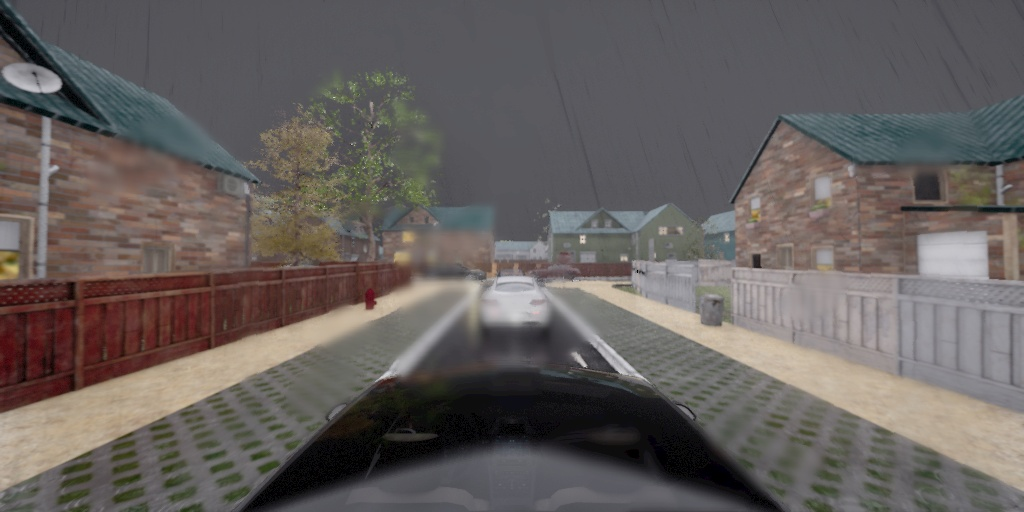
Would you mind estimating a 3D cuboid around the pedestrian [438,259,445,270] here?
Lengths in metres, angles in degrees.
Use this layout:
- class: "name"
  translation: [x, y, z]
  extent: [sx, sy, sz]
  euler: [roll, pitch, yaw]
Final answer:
- class: "pedestrian"
  translation: [-6.717, 1.215, 34.036]
  extent: [0.375, 1.860, 0.375]
  euler: [0, -1, 1]

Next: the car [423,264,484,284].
- class: "car"
  translation: [-4.465, 1.390, 28.138]
  extent: [4.892, 1.490, 1.837]
  euler: [-1, -2, 1]

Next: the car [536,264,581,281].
- class: "car"
  translation: [3.582, 1.420, 30.984]
  extent: [4.674, 1.442, 1.812]
  euler: [-1, -2, 1]

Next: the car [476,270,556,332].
- class: "car"
  translation: [0.095, 1.307, 10.939]
  extent: [1.812, 1.442, 4.674]
  euler: [0, 0, 0]
